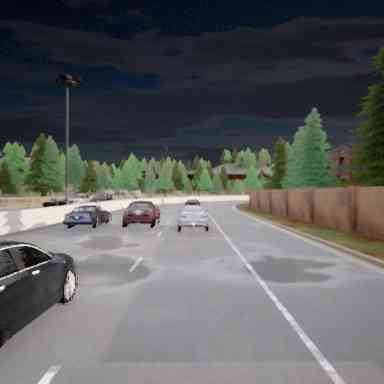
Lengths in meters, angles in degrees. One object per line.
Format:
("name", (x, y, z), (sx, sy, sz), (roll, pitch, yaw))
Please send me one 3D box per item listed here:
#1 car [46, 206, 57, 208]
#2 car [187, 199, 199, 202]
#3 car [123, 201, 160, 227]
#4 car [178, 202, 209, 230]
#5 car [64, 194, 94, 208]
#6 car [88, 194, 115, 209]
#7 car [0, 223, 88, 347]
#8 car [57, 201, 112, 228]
("car", (-20.527, 1.724, 50.144), (1.895, 1.301, 4.718), (0, 0, 6))
("car", (0.103, 1.600, 38.780), (1.837, 1.490, 4.892), (0, 0, 0))
("car", (-3.417, 1.409, 23.245), (2.097, 1.767, 4.553), (0, 0, 0))
("car", (0.071, 1.578, 21.242), (1.812, 1.442, 4.674), (0, 0, 0))
("car", (-16.998, 1.335, 50.317), (2.150, 2.045, 5.566), (0, 0, 6))
("car", (-13.515, 1.334, 49.973), (2.150, 2.045, 5.566), (0, 0, 6))
("car", (-3.404, 1.518, 5.341), (1.837, 1.490, 4.892), (0, 0, 0))
("car", (-6.916, 1.602, 22.471), (2.033, 1.411, 5.357), (0, 0, 0))
